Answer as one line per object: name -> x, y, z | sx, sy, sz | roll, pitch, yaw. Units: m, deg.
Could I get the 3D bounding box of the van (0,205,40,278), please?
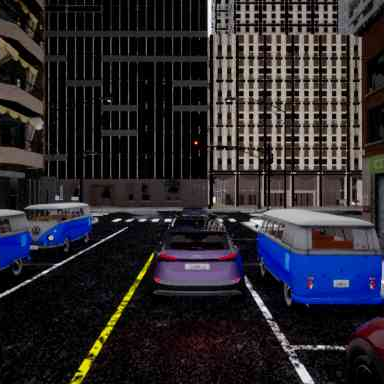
van -> -5.308, 1.343, 7.578 | 1.690, 1.788, 3.998 | 0, 0, 0

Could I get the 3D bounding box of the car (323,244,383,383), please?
car -> 2.570, 1.440, 1.890 | 1.967, 1.590, 4.097 | 0, 0, 0

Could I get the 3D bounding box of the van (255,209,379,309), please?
van -> 2.573, 1.343, 7.580 | 1.690, 1.788, 3.998 | 0, 0, 0

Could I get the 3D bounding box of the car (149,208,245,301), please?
car -> 0.103, 1.432, 8.337 | 2.033, 1.649, 4.856 | 0, 0, 0

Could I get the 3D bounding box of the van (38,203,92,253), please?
van -> -5.305, 1.345, 13.268 | 1.690, 1.788, 3.998 | 0, 0, 0
